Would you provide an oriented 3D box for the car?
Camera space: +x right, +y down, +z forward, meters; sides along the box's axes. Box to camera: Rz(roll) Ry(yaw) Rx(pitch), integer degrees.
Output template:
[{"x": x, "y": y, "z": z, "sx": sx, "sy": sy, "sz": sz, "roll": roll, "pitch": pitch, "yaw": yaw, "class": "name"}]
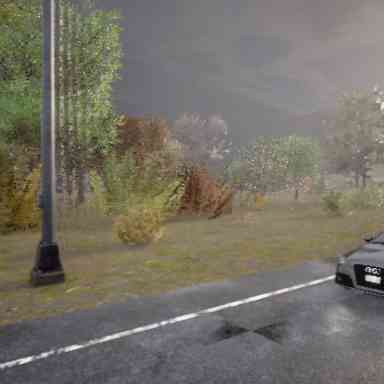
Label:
[{"x": 5.198, "y": 1.540, "z": 7.755, "sx": 4.181, "sy": 1.385, "sz": 1.994, "roll": 0, "pitch": 0, "yaw": -36, "class": "car"}]
